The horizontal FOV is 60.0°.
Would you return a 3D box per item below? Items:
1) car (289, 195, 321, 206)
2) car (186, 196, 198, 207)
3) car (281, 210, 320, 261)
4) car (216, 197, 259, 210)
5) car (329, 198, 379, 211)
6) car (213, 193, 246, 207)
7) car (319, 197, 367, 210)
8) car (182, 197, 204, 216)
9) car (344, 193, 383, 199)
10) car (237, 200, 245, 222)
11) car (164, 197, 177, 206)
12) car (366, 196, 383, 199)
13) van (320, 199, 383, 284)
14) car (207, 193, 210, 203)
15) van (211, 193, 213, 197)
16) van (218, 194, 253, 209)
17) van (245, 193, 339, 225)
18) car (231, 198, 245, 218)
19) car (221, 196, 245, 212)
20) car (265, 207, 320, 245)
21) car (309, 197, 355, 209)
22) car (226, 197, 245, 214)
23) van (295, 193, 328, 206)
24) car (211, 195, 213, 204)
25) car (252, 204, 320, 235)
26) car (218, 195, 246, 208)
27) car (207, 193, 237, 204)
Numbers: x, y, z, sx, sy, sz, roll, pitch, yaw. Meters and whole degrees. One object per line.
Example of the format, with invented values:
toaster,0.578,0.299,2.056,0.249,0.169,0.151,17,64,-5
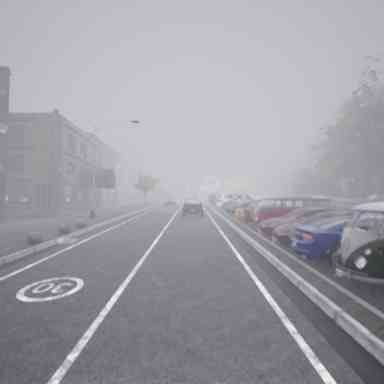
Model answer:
car,18.637,1.317,55.216,4.553,1.767,2.185,0,0,0
car,-0.001,1.473,51.329,1.837,1.490,4.892,0,0,0
car,5.642,1.454,10.324,5.008,1.535,2.097,0,0,0
car,5.596,1.422,41.157,5.008,1.535,2.097,0,0,0
car,18.656,1.451,38.507,4.792,1.488,2.163,0,0,0
car,5.634,1.168,38.353,5.566,2.045,2.435,0,0,0
car,18.676,1.425,41.292,5.008,1.535,2.097,0,0,0
car,0.079,1.425,31.358,1.882,1.535,5.008,0,0,0
car,18.665,1.167,32.938,5.566,2.045,2.435,0,0,0
car,5.660,1.459,21.537,4.792,1.488,2.163,0,0,0
car,-3.328,1.516,52.670,2.033,1.411,5.357,0,0,0
car,18.692,1.419,30.152,5.008,1.535,2.097,0,0,0
van,5.535,1.234,7.520,4.442,1.987,1.878,0,0,0
car,5.617,1.189,55.173,5.566,2.045,2.435,0,0,0
van,5.476,1.205,49.567,4.442,1.987,1.878,0,0,0
van,5.714,1.199,43.961,4.442,1.987,1.878,0,0,0
van,5.518,1.210,18.733,4.442,1.987,1.878,0,0,0
car,5.812,1.421,24.341,5.366,1.575,1.946,0,0,0
car,5.585,1.445,32.748,4.792,1.488,2.163,0,0,0
car,5.614,1.477,13.127,4.792,1.488,2.163,0,0,0
car,18.492,1.425,44.078,5.366,1.575,1.946,0,0,0
car,5.617,1.419,27.140,5.008,1.535,2.097,0,0,0
van,18.786,1.210,52.436,4.442,1.987,1.878,0,0,0
car,5.589,1.429,46.763,4.892,1.521,2.231,0,0,0
car,5.610,1.471,15.931,4.792,1.488,2.163,0,0,0
car,5.606,1.418,35.546,4.892,1.521,2.231,0,0,0
car,5.618,1.223,63.583,5.566,2.045,2.435,0,0,0
